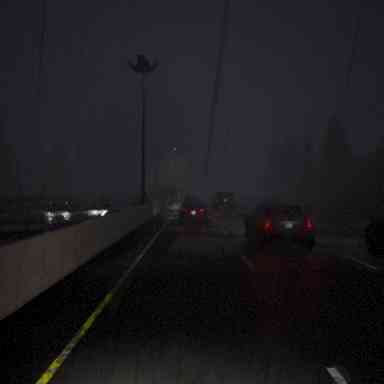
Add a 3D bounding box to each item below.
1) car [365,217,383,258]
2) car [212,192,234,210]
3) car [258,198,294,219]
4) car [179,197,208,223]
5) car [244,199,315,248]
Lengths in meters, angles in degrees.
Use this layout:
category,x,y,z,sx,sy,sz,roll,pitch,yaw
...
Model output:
category,x,y,z,sx,sy,sz,roll,pitch,yaw
car,7.101,1.168,9.249,2.150,2.045,5.566,0,0,0
car,3.601,1.001,38.626,2.150,2.045,5.566,0,0,0
car,7.101,1.314,28.751,1.882,1.535,5.008,0,0,0
car,0.101,1.367,23.974,2.163,1.488,4.792,0,0,0
car,3.600,1.269,14.479,2.097,1.767,4.553,0,0,0
